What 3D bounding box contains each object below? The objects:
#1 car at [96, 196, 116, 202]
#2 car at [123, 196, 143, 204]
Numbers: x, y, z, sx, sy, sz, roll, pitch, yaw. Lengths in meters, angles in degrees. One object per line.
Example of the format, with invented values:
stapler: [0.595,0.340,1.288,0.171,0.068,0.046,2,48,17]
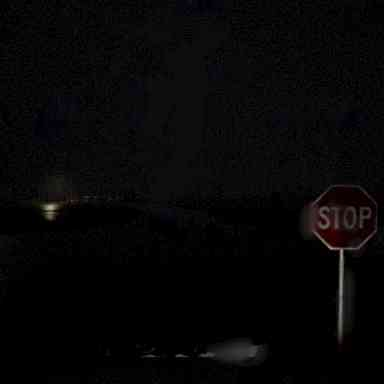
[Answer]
car: [-17.553,1.524,67.827,4.718,1.301,1.895,-1,1,42]
car: [-10.684,1.417,59.960,1.882,1.535,5.008,-1,0,-37]
